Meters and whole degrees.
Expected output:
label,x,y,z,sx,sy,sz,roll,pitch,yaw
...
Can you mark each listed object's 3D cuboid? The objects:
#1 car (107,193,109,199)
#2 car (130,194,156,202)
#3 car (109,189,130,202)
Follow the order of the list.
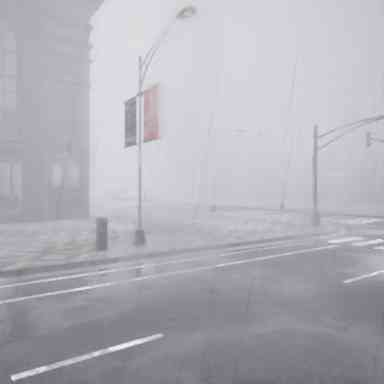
label,x,y,z,sx,sy,sz,roll,pitch,yaw
car,-14.262,0.420,63.190,2.150,2.045,5.566,0,1,-35
car,-7.759,0.946,54.078,1.895,1.301,4.718,0,1,-35
car,-11.196,0.669,53.606,2.097,1.767,4.553,0,1,-35
